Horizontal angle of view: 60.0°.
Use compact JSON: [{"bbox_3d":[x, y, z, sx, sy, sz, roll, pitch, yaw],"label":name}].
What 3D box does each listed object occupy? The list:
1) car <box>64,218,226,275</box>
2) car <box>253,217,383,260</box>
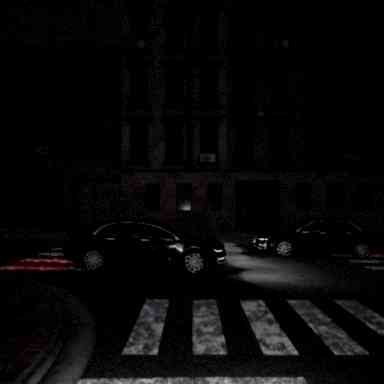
[{"bbox_3d":[-1.392,1.586,10.317,4.892,1.490,1.837,1,-1,0],"label":"car"},{"bbox_3d":[4.920,1.768,13.236,4.892,1.490,1.837,1,-1,0],"label":"car"}]
